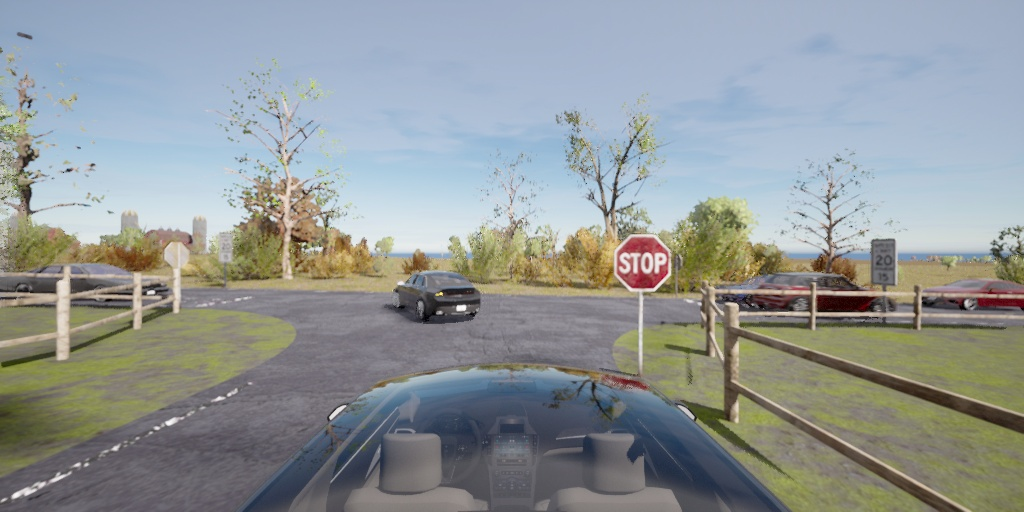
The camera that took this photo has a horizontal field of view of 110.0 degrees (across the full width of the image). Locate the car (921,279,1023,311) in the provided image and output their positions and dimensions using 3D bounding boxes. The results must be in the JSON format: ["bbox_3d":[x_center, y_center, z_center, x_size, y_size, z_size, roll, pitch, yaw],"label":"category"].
[{"bbox_3d":[22.711,1.849,17.429,4.674,1.442,1.812,1,0,0],"label":"car"}]

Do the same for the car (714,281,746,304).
[{"bbox_3d":[12.758,1.659,17.421,5.357,1.411,2.033,1,0,-1],"label":"car"}]

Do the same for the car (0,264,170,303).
[{"bbox_3d":[-17.257,1.035,14.516,5.357,1.411,2.033,1,0,0],"label":"car"}]

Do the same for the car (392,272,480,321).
[{"bbox_3d":[-2.848,1.300,12.907,1.837,1.490,4.892,1,0,-33],"label":"car"}]

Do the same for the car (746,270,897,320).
[{"bbox_3d":[12.542,1.480,14.497,4.553,1.767,2.097,1,0,0],"label":"car"}]
